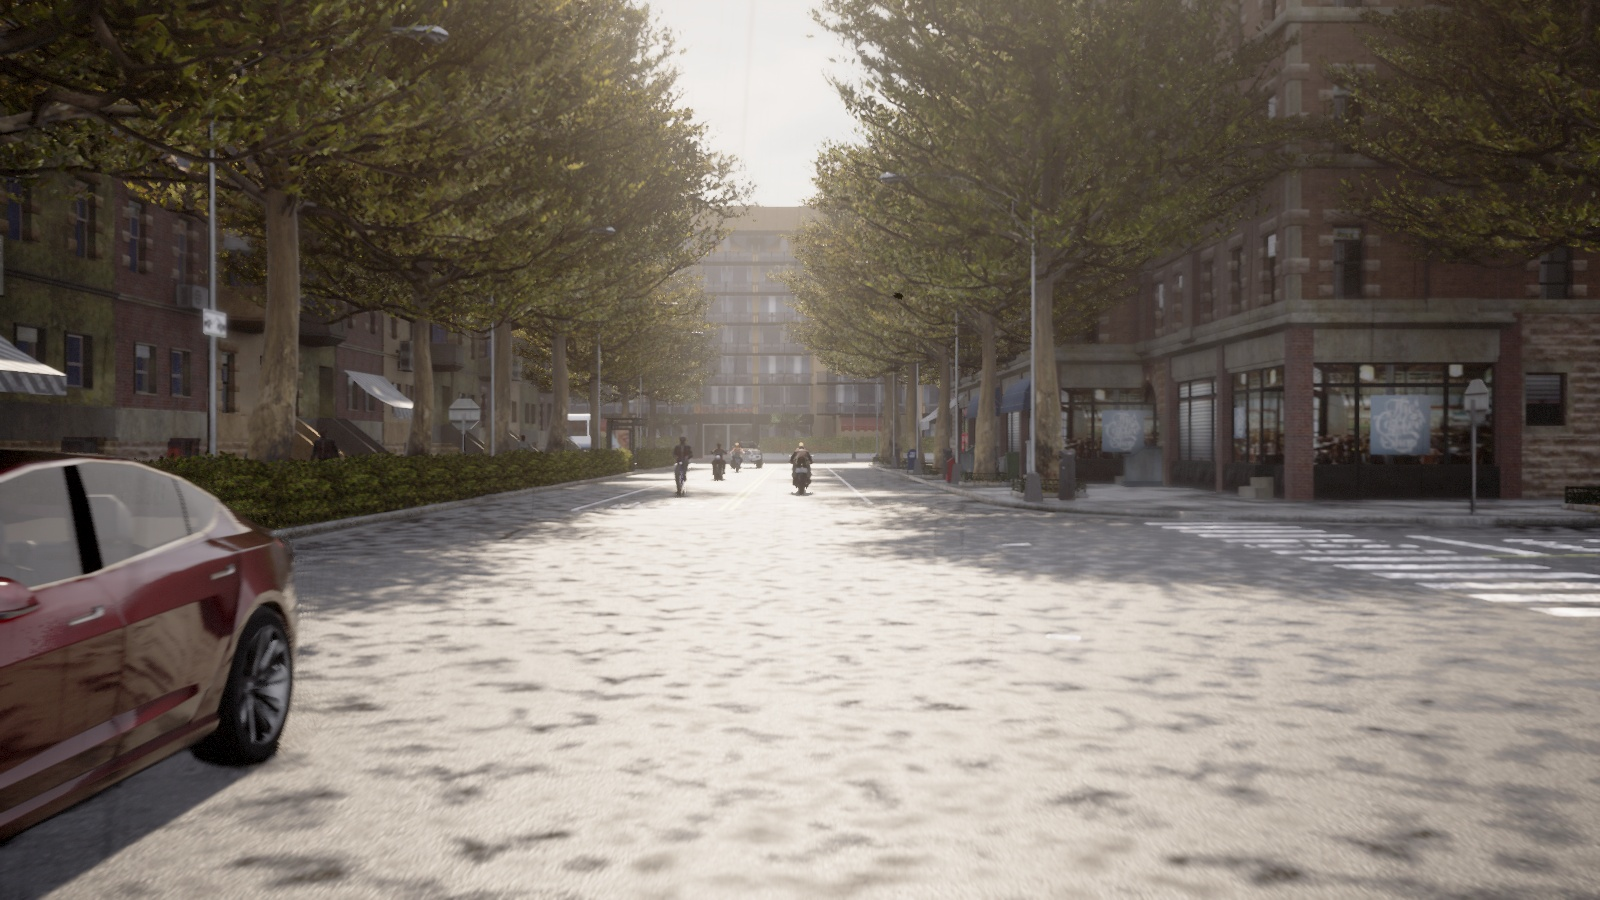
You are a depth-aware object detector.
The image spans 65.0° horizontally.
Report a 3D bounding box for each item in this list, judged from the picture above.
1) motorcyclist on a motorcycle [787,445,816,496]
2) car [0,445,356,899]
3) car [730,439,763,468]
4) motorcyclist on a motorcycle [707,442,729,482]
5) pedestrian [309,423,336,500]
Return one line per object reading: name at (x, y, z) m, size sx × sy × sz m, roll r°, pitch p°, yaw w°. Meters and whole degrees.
motorcyclist on a motorcycle at (0.041, 0.624, 38.969) m, size 0.866 × 1.530 × 2.191 m, roll 0°, pitch 0°, yaw 0°
car at (-3.474, 0.726, 4.378) m, size 2.163 × 1.488 × 4.792 m, roll 0°, pitch 0°, yaw 0°
car at (-3.447, 0.235, 81.195) m, size 1.932 × 1.855 × 4.605 m, roll 0°, pitch 0°, yaw 0°
motorcyclist on a motorcycle at (-3.452, 0.480, 53.150) m, size 0.766 × 1.649 × 2.350 m, roll 0°, pitch 0°, yaw 0°
pedestrian at (-11.645, 0.271, 30.616) m, size 0.376 × 1.854 × 0.720 m, roll 0°, pitch 0°, yaw 2°
